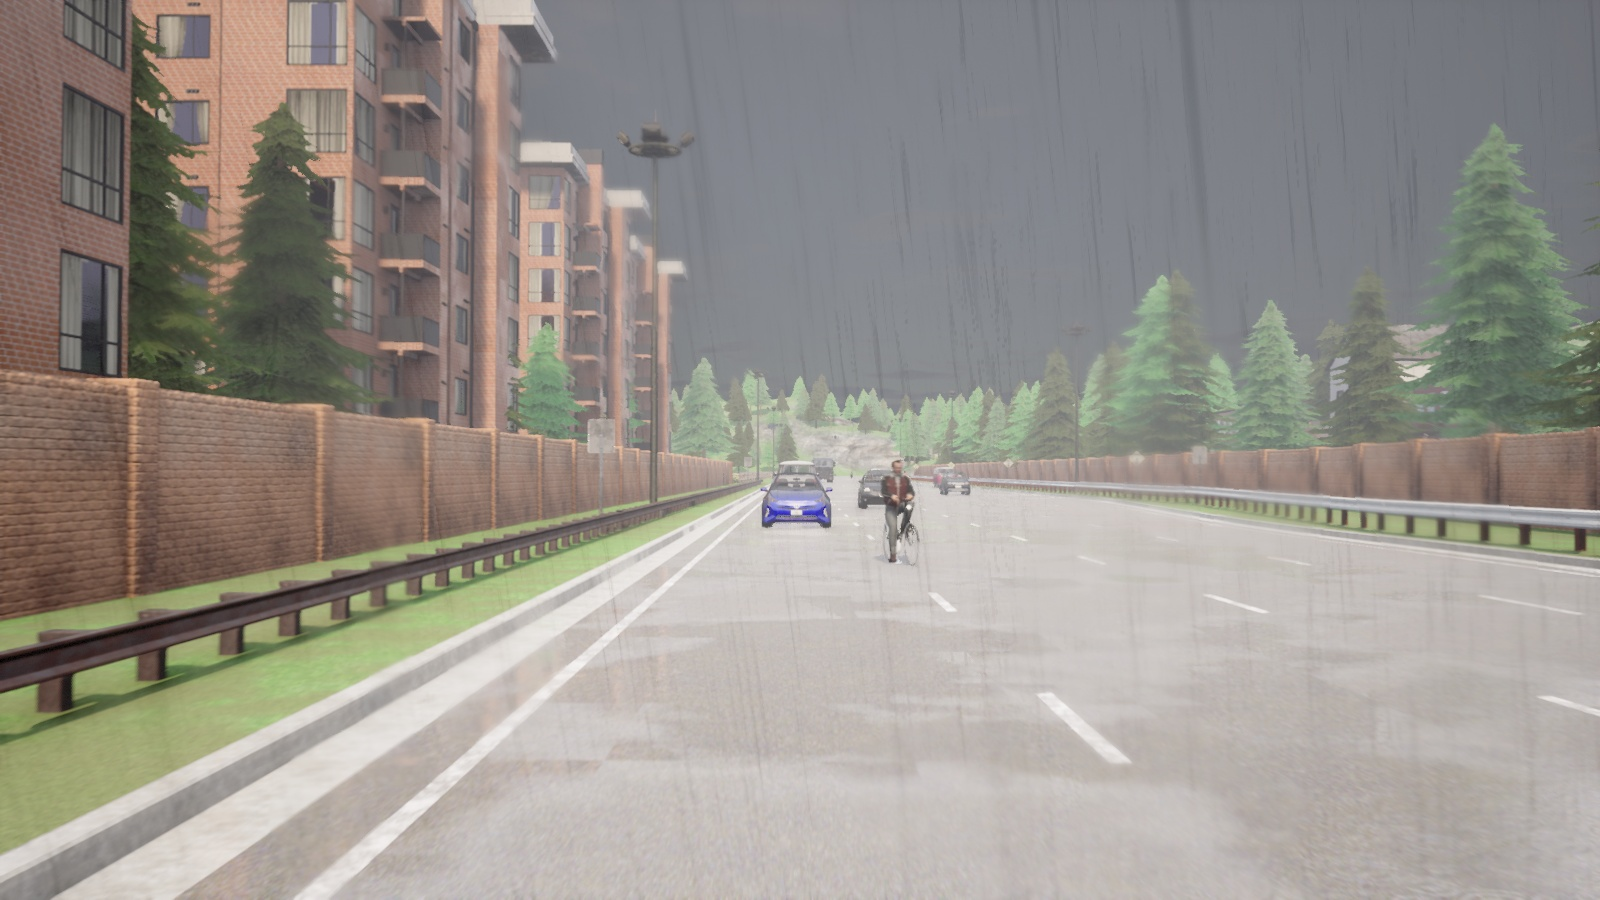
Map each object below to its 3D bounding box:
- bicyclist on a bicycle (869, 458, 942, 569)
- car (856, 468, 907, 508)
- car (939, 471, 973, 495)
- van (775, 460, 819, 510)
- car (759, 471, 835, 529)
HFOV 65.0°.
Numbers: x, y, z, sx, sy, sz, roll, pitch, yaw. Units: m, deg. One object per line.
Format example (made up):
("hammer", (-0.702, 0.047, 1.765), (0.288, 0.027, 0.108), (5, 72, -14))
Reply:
("bicyclist on a bicycle", (1.745, 1.031, 21.054), (0.659, 1.776, 1.843), (0, -1, -14))
("car", (3.372, 1.581, 52.696), (1.851, 1.617, 3.988), (0, -1, 0))
("car", (10.298, 2.143, 83.111), (1.789, 1.549, 3.705), (0, -1, 0))
("van", (-0.129, 1.450, 52.731), (1.775, 1.987, 4.442), (0, -1, 0))
("car", (-0.086, 1.355, 35.451), (2.007, 1.525, 4.514), (0, -1, 0))
